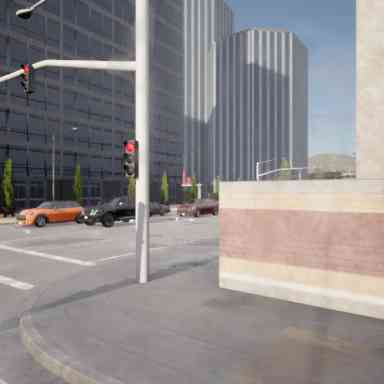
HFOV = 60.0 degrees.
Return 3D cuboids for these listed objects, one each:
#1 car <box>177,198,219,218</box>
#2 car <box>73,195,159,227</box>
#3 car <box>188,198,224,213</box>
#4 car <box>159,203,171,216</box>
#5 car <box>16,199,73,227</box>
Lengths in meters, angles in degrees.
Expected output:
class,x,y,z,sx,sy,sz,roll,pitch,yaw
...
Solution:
class,x,y,z,sx,sy,sz,roll,pitch,yaw
car,0.561,1.406,31.507,2.097,1.767,4.553,0,0,36
car,-5.170,1.276,23.539,2.150,2.045,5.566,0,0,36
car,1.730,1.559,39.116,1.837,1.490,4.892,0,0,36
car,-4.198,1.601,30.887,2.033,1.411,5.357,0,0,36
car,-9.725,1.406,23.194,2.097,1.767,4.553,0,0,36
